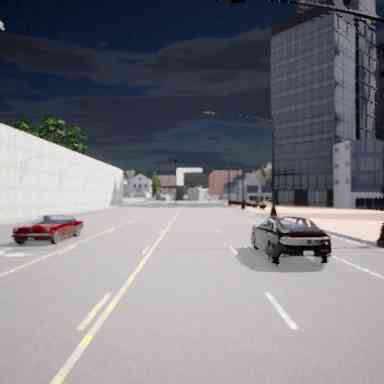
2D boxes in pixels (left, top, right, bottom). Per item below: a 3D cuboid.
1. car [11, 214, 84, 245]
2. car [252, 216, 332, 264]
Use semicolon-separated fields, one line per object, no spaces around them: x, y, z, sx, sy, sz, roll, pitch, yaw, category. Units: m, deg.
-7.146;1.815;16.965;1.895;1.301;4.718;0;-1;0;car
3.478;1.652;12.394;2.128;1.511;4.902;0;-1;0;car
